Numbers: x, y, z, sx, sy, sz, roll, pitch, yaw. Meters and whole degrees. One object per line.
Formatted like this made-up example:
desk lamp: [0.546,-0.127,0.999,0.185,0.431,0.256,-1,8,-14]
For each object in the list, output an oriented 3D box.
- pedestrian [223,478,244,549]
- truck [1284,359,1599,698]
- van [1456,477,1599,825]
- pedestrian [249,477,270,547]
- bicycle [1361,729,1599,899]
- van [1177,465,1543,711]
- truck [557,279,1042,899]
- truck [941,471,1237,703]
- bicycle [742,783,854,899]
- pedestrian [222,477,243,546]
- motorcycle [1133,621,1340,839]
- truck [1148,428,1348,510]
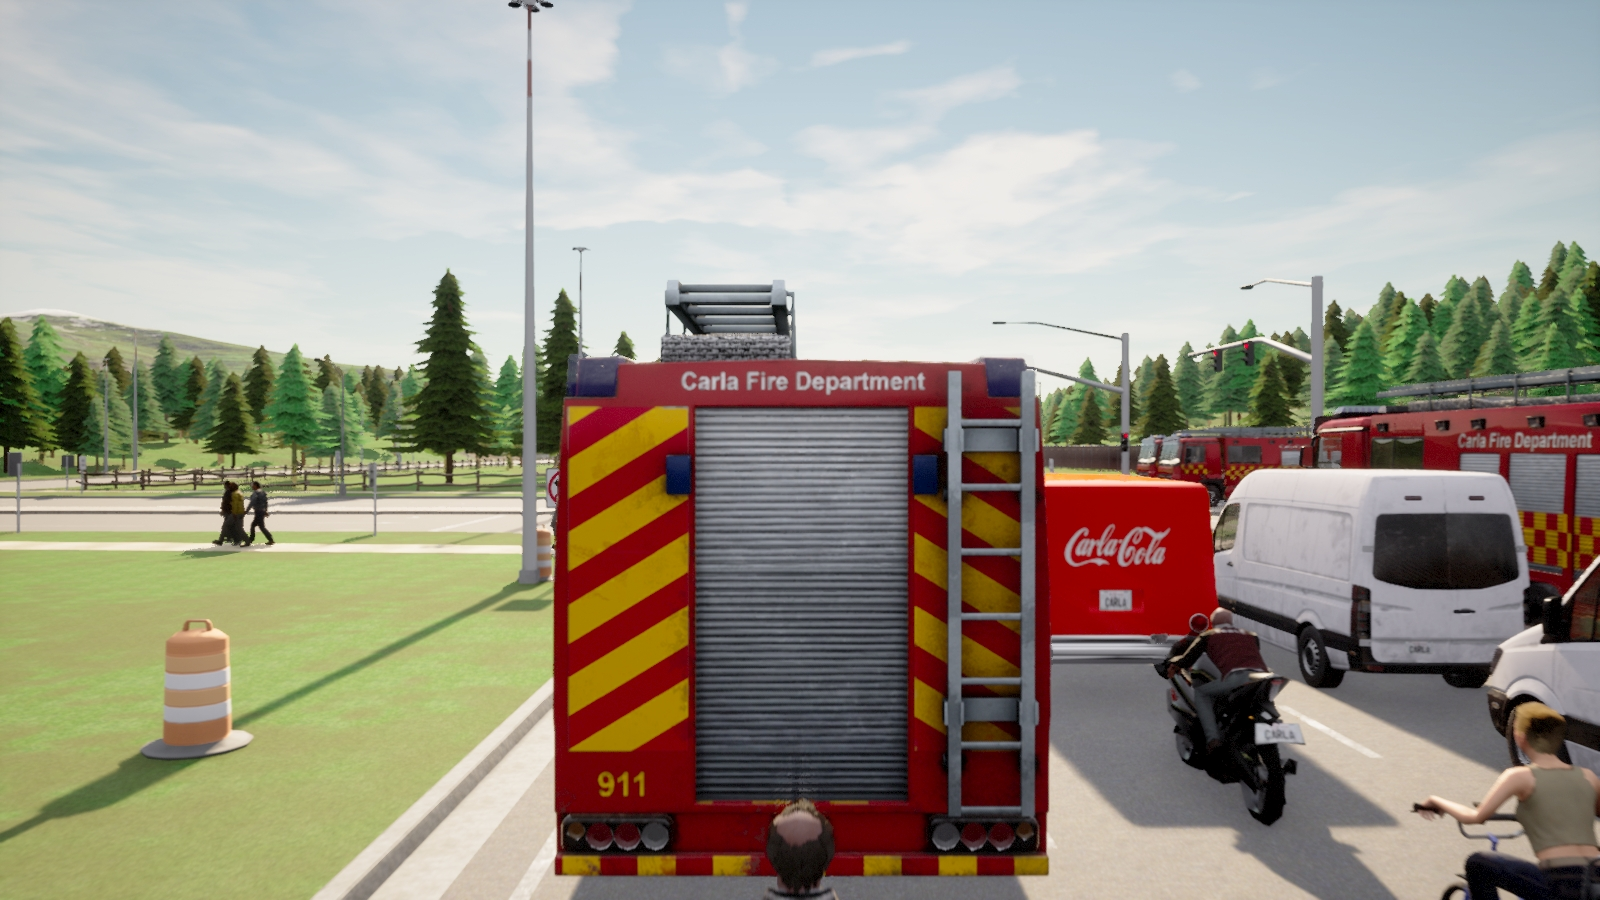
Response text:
pedestrian: [-15.008,1.681,30.284,0.375,1.860,0.375,0,0,3]
truck: [10.497,0.882,17.128,2.891,3.827,8.468,0,0,0]
van: [6.995,1.530,7.492,1.988,2.561,5.915,0,0,0]
pedestrian: [-14.670,1.681,31.031,0.375,1.860,0.375,0,0,6]
bicycle: [3.482,2.154,5.471,0.859,1.277,1.487,0,0,0]
van: [6.998,1.526,15.253,1.988,2.561,5.915,0,0,0]
truck: [-0.004,0.885,11.052,2.891,3.827,8.468,0,0,0]
truck: [3.509,1.560,15.201,2.627,2.467,5.204,0,0,0]
bicycle: [-0.006,2.058,3.600,0.329,1.471,1.835,0,0,0]
pedestrian: [-15.471,1.681,31.154,0.375,1.860,0.375,0,0,7]
motorcycle: [3.491,2.200,9.408,0.867,1.251,2.209,0,0,0]
truck: [21.346,0.865,54.754,8.468,3.827,2.891,0,0,1]
